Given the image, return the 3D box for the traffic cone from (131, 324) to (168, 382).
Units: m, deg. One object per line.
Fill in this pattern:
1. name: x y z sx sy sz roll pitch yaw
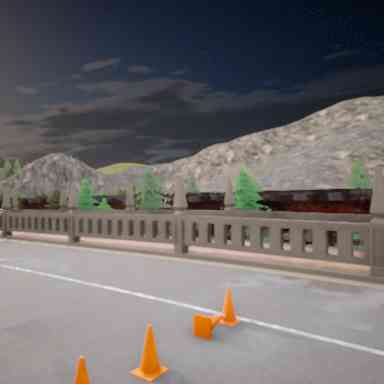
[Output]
1. traffic cone: -0.533 1.959 4.170 0.340 0.580 0.340 -1 0 36

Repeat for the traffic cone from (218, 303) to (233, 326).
1. traffic cone: 0.324 2.077 5.355 0.340 0.340 0.580 -1 0 37

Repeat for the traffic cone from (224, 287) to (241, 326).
1. traffic cone: 0.630 1.960 5.793 0.340 0.580 0.340 -1 0 36

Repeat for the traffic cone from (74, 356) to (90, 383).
1. traffic cone: -1.114 1.958 3.358 0.340 0.580 0.340 -1 0 36
